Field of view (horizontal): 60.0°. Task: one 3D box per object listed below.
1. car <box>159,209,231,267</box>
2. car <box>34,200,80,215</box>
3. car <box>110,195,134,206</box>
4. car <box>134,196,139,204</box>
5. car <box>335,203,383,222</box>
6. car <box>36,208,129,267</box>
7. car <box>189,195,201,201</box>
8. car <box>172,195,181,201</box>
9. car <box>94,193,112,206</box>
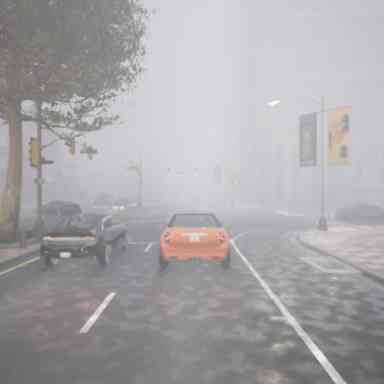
[{"bbox_3d":[0.087,1.352,11.562,2.097,1.767,4.553,0,0,0],"label":"car"},{"bbox_3d":[-12.014,1.505,29.640,4.892,1.490,1.837,0,-1,31],"label":"car"},{"bbox_3d":[-11.536,1.492,55.319,2.128,1.511,4.902,0,0,0],"label":"car"},{"bbox_3d":[-11.522,1.497,66.062,2.128,1.511,4.902,0,0,0],"label":"car"},{"bbox_3d":[13.278,1.565,25.484,4.181,1.385,1.994,0,0,-4],"label":"car"},{"bbox_3d":[-3.414,1.492,11.411,2.128,1.511,4.902,0,0,0],"label":"car"},{"bbox_3d":[0.647,1.466,81.644,1.994,1.385,4.181,0,0,20],"label":"car"},{"bbox_3d":[-3.924,1.356,81.614,2.033,1.411,5.357,0,0,-8],"label":"car"},{"bbox_3d":[-15.015,1.222,56.984,2.150,2.045,5.566,0,0,0],"label":"car"}]
